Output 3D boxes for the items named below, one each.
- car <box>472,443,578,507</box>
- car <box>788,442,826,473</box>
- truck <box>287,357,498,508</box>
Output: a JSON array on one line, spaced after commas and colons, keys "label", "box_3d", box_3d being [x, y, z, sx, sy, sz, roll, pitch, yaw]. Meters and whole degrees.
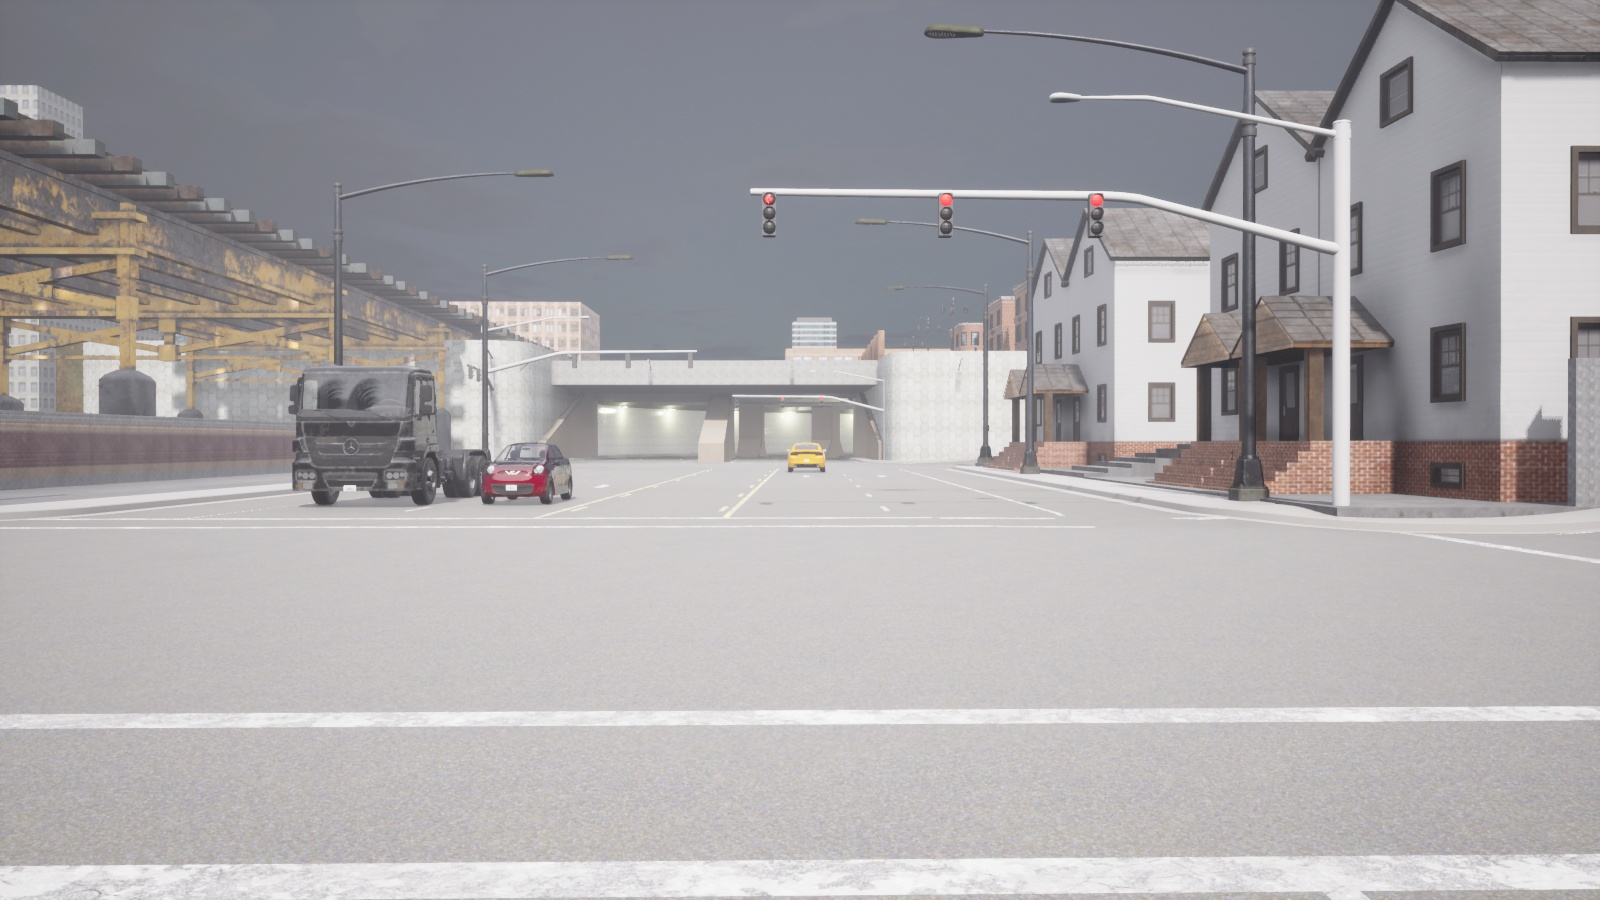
[{"label": "car", "box_3d": [-6.827, 0.577, 31.538, 1.845, 1.501, 3.633, 0, 0, 0]}, {"label": "car", "box_3d": [0.343, 0.357, 65.105, 1.882, 1.535, 5.008, 0, 0, 0]}, {"label": "truck", "box_3d": [-10.319, -0.429, 32.822, 2.891, 3.462, 7.936, 0, 0, 0]}]
